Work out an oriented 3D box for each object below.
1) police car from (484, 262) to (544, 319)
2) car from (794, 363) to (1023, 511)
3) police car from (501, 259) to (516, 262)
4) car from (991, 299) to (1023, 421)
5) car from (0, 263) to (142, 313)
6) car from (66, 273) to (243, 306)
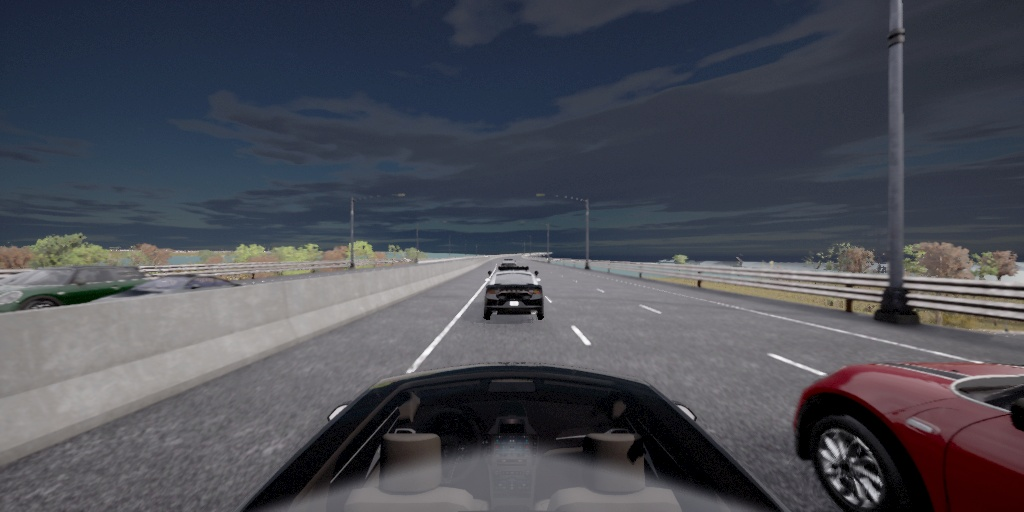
[{"bbox_3d":[0.049,1.176,13.014,1.930,1.638,5.238,0,0,0],"label":"police car"},{"bbox_3d":[3.592,1.101,1.339,2.097,1.767,4.553,0,0,0],"label":"car"},{"bbox_3d":[-0.437,1.160,43.946,1.930,1.638,5.238,0,0,-1],"label":"police car"},{"bbox_3d":[7.092,1.274,2.297,1.812,1.442,4.674,0,0,0],"label":"car"},{"bbox_3d":[-14.140,1.106,11.379,2.097,1.767,4.553,0,0,0],"label":"car"},{"bbox_3d":[-10.640,1.317,11.489,1.994,1.385,4.181,0,0,0],"label":"car"}]
